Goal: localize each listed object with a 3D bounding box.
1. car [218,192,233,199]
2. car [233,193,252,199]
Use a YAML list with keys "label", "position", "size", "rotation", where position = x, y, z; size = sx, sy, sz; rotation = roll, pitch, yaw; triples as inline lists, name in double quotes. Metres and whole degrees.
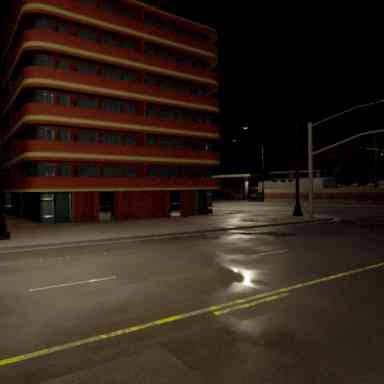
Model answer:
- label: "car"
  position: [8.936, 0.929, 86.187]
  size: [4.611, 1.667, 2.242]
  rotation: [-1, 1, -35]
- label: "car"
  position: [12.907, 1.061, 81.965]
  size: [3.806, 1.475, 1.970]
  rotation: [-1, 1, -35]
